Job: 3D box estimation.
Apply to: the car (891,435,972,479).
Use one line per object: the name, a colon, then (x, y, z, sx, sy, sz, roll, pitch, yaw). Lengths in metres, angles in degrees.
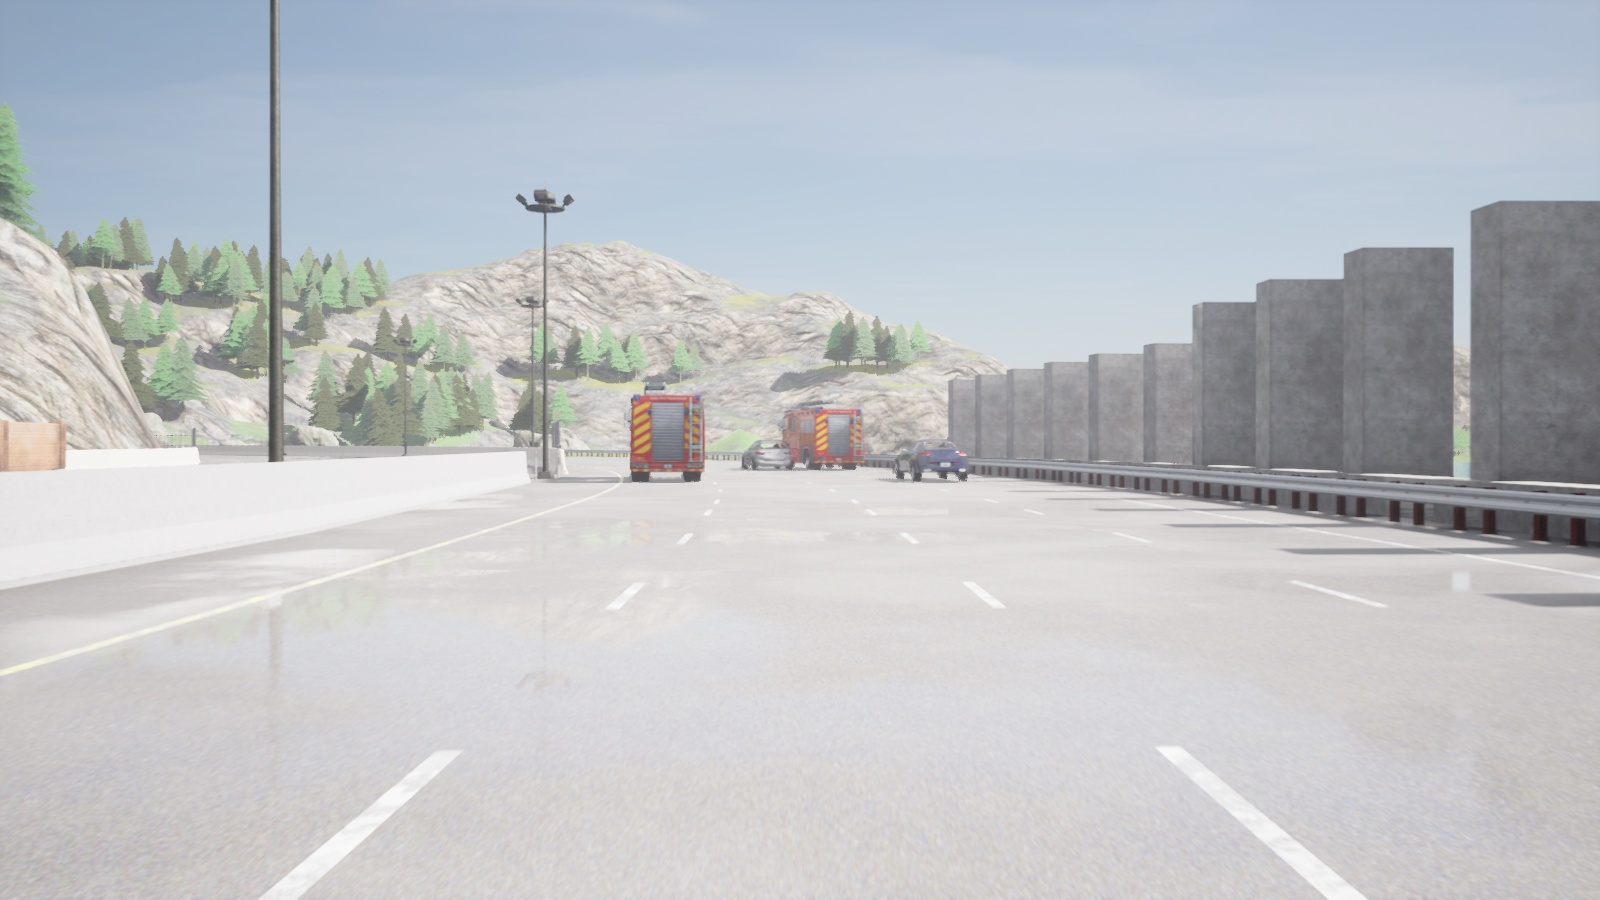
car: (5.194, 0.246, 50.249, 2.152, 1.651, 5.027, 0, 0, -7)

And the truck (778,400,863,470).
truck: (1.067, -0.826, 72.550, 2.891, 3.827, 8.468, 0, 0, -13)

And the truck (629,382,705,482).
truck: (-5.654, -0.717, 52.222, 2.891, 3.827, 8.468, 0, 0, -8)

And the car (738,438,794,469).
car: (-1.938, 0.194, 70.103, 2.242, 1.667, 4.611, 0, 0, -13)
